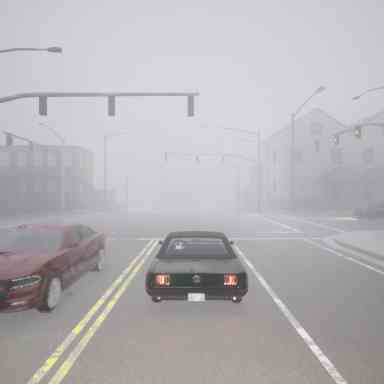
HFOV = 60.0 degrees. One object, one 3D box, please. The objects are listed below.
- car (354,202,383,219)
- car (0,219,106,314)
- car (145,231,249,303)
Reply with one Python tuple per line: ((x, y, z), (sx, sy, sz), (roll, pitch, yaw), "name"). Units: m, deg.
((16.029, 1.564, 28.152), (4.181, 1.385, 1.994), (0, 0, 0), "car")
((-3.506, 1.477, 7.922), (1.882, 1.535, 5.008), (0, 0, 1), "car")
((0.103, 1.601, 8.187), (1.895, 1.301, 4.718), (0, 0, 0), "car")
